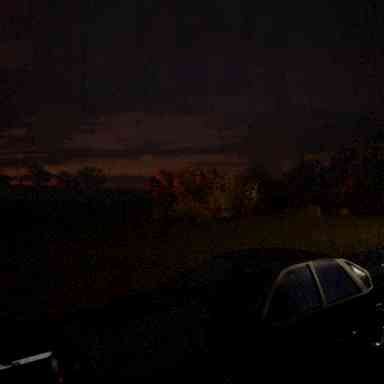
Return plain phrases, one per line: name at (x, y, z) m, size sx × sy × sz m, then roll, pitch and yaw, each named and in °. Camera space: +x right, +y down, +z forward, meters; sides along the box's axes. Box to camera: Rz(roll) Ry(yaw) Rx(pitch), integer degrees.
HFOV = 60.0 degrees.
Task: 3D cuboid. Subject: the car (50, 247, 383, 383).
car at (1.029, 1.547, 4.616) m, size 5.357 × 1.411 × 2.033 m, roll 0°, pitch 0°, yaw -36°
